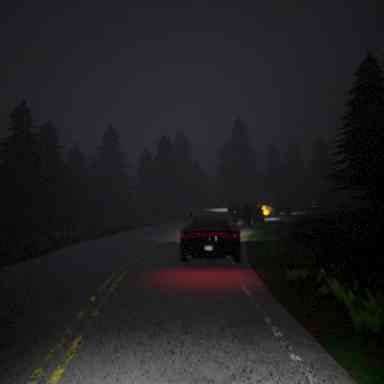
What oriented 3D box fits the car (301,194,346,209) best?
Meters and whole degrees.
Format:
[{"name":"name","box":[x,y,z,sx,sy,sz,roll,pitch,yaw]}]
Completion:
[{"name":"car","box":[15.289,1.326,38.569,5.566,2.045,2.150,2,-6,-25]}]

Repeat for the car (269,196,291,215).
[{"name":"car","box":[6.084,1.123,25.729,1.801,1.575,5.366,-4,-1,35]}]

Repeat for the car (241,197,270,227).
[{"name":"car","box":[3.220,1.301,20.779,1.837,1.490,4.892,-3,0,25]}]

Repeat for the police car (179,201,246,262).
[{"name":"police car","box":[0.766,1.357,12.031,1.930,1.638,5.238,-1,1,7]}]
